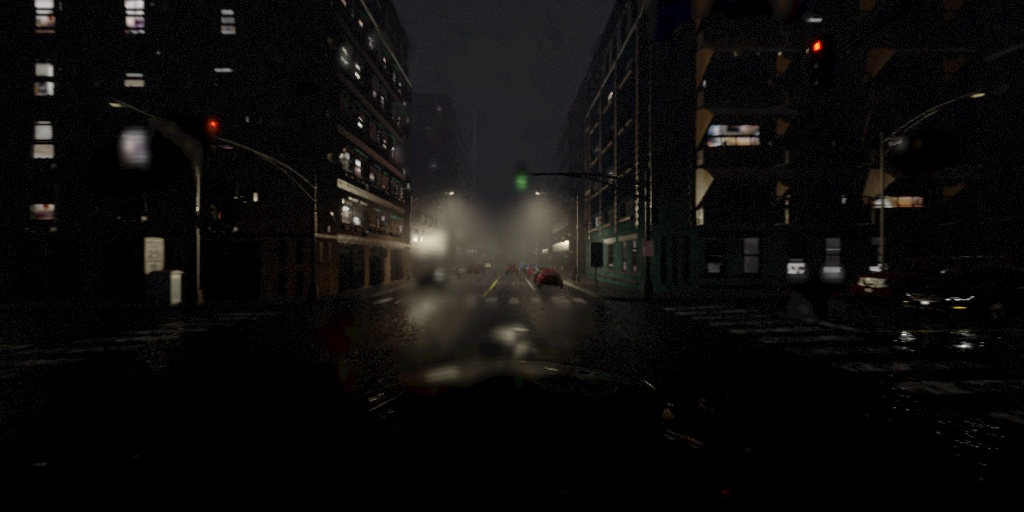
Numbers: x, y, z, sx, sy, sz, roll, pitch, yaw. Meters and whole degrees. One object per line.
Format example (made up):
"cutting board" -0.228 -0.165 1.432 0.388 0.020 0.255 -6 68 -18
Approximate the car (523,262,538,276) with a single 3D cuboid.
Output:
"car" 2.702 1.793 42.776 1.888 1.381 4.507 0 0 0

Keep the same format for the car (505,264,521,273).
"car" 0.015 1.934 55.670 1.812 1.442 4.674 0 -1 0

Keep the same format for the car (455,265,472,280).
"car" -5.681 1.745 37.268 1.948 1.339 4.313 0 0 0

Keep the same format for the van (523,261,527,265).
"van" 2.703 1.657 48.299 1.690 1.789 3.998 0 0 0

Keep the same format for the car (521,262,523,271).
"car" 2.705 1.951 53.823 1.948 1.339 4.313 0 0 0

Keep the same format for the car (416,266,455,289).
"car" -5.685 1.610 26.222 1.948 1.339 4.313 0 0 0

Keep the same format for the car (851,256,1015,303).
"car" 15.776 0.920 13.368 5.009 1.841 2.192 0 0 0

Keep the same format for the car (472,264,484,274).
"car" -5.676 1.930 53.837 1.888 1.381 4.507 0 0 0

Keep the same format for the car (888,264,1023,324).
"car" 14.802 1.113 10.776 4.892 1.490 1.837 -1 0 0

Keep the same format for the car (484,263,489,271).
"car" -5.673 2.106 64.883 1.802 1.307 4.207 0 0 0

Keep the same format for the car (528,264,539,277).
"car" 2.698 1.677 31.730 1.948 1.339 4.313 0 0 0

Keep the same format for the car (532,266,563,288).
"car" 2.697 1.626 26.208 1.802 1.307 4.207 0 0 0
